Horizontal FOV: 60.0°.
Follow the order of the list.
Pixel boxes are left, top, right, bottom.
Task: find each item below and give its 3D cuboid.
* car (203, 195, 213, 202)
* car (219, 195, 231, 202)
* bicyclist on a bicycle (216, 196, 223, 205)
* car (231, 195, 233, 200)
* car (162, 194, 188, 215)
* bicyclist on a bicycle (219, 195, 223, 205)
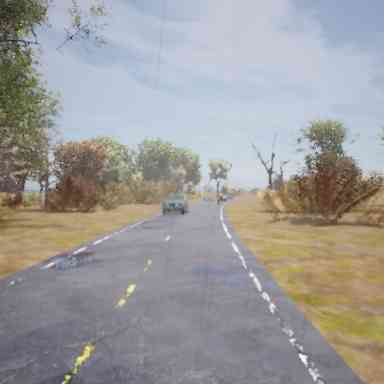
[{"bbox_3d":[3.655,1.478,74.274,2.128,1.511,4.902,0,0,10],"label":"car"},{"bbox_3d":[7.220,1.579,77.085,1.895,1.301,4.718,0,0,11],"label":"car"},{"bbox_3d":[3.899,1.435,49.814,0.582,1.620,1.656,0,0,7],"label":"bicyclist on a bicycle"},{"bbox_3d":[10.202,1.398,92.020,2.033,1.411,5.357,0,0,13],"label":"car"},{"bbox_3d":[-1.626,1.200,34.037,2.150,2.045,5.566,0,0,5],"label":"car"},{"bbox_3d":[5.231,1.352,59.853,0.659,1.776,1.843,0,0,8],"label":"bicyclist on a bicycle"}]
